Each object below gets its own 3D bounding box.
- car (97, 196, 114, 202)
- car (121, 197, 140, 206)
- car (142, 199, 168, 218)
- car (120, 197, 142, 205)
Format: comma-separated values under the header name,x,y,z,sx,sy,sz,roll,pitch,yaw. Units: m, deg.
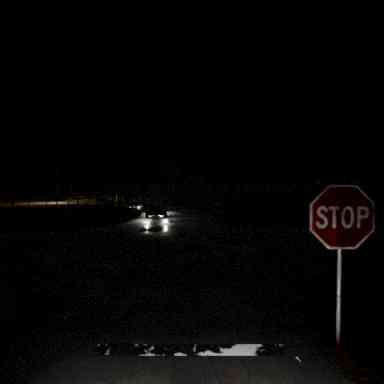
name,x,y,z,sx,sy,sz,roll,pitch,yaw
car,-17.721,1.460,67.791,4.181,1.385,1.994,-1,1,42
car,-9.804,1.459,52.783,1.812,1.442,4.674,-1,0,-29
car,-3.208,1.408,30.022,1.882,1.535,5.008,0,0,-5
car,-11.078,1.524,60.292,1.895,1.301,4.718,-1,0,-37
